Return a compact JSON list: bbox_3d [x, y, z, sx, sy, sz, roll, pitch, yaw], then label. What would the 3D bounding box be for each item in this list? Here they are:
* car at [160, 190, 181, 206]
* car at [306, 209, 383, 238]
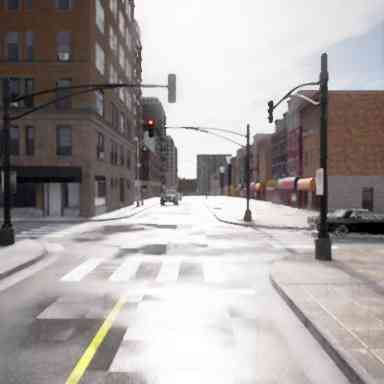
[{"bbox_3d":[-2.938,0.713,43.527,2.150,2.045,5.566,0,1,0],"label":"car"},{"bbox_3d":[8.221,1.478,16.185,4.718,1.301,1.895,0,1,0],"label":"car"}]
